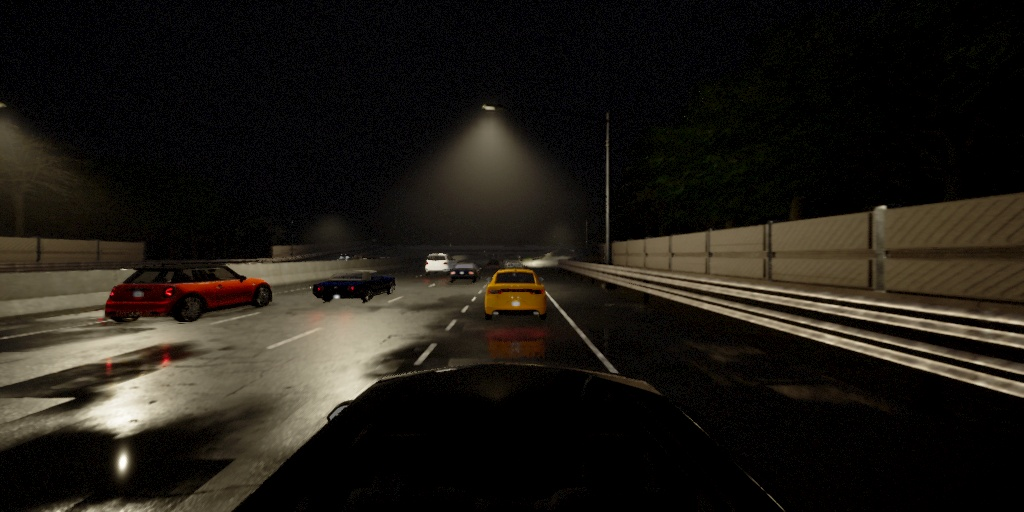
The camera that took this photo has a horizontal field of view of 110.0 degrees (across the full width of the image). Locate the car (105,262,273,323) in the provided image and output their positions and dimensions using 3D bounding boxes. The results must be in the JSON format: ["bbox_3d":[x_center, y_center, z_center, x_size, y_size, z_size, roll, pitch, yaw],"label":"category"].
[{"bbox_3d":[-10.382,1.069,12.089,2.097,1.767,4.553,0,0,0],"label":"car"}]

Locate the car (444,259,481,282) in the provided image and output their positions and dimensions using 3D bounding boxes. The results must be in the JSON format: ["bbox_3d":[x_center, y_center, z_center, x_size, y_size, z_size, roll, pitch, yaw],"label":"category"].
[{"bbox_3d":[-3.422,1.187,27.111,2.033,1.411,5.357,0,0,0],"label":"car"}]

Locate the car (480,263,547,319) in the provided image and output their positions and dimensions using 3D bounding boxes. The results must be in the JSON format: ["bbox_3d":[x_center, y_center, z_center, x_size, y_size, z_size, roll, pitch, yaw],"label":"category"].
[{"bbox_3d":[0.120,1.191,12.673,1.882,1.535,5.008,0,0,0],"label":"car"}]

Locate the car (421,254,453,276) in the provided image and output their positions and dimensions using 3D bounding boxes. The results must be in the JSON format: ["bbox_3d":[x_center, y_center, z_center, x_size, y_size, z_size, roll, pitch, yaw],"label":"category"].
[{"bbox_3d":[-6.771,0.823,34.654,2.150,2.045,5.566,0,0,0],"label":"car"}]

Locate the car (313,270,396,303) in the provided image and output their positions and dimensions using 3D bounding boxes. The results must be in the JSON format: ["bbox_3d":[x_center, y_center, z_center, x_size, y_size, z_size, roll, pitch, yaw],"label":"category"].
[{"bbox_3d":[-6.870,1.296,16.286,1.895,1.301,4.718,0,0,0],"label":"car"}]

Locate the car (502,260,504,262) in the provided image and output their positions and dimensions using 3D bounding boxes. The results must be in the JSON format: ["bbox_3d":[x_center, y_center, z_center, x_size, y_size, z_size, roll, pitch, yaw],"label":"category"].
[{"bbox_3d":[0.204,1.220,31.022,1.895,1.301,4.718,0,0,0],"label":"car"}]

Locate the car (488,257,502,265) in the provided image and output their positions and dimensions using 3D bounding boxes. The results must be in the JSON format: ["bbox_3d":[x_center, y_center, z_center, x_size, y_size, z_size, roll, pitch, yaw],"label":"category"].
[{"bbox_3d":[-3.190,0.978,64.118,1.812,1.442,4.674,0,0,0],"label":"car"}]
